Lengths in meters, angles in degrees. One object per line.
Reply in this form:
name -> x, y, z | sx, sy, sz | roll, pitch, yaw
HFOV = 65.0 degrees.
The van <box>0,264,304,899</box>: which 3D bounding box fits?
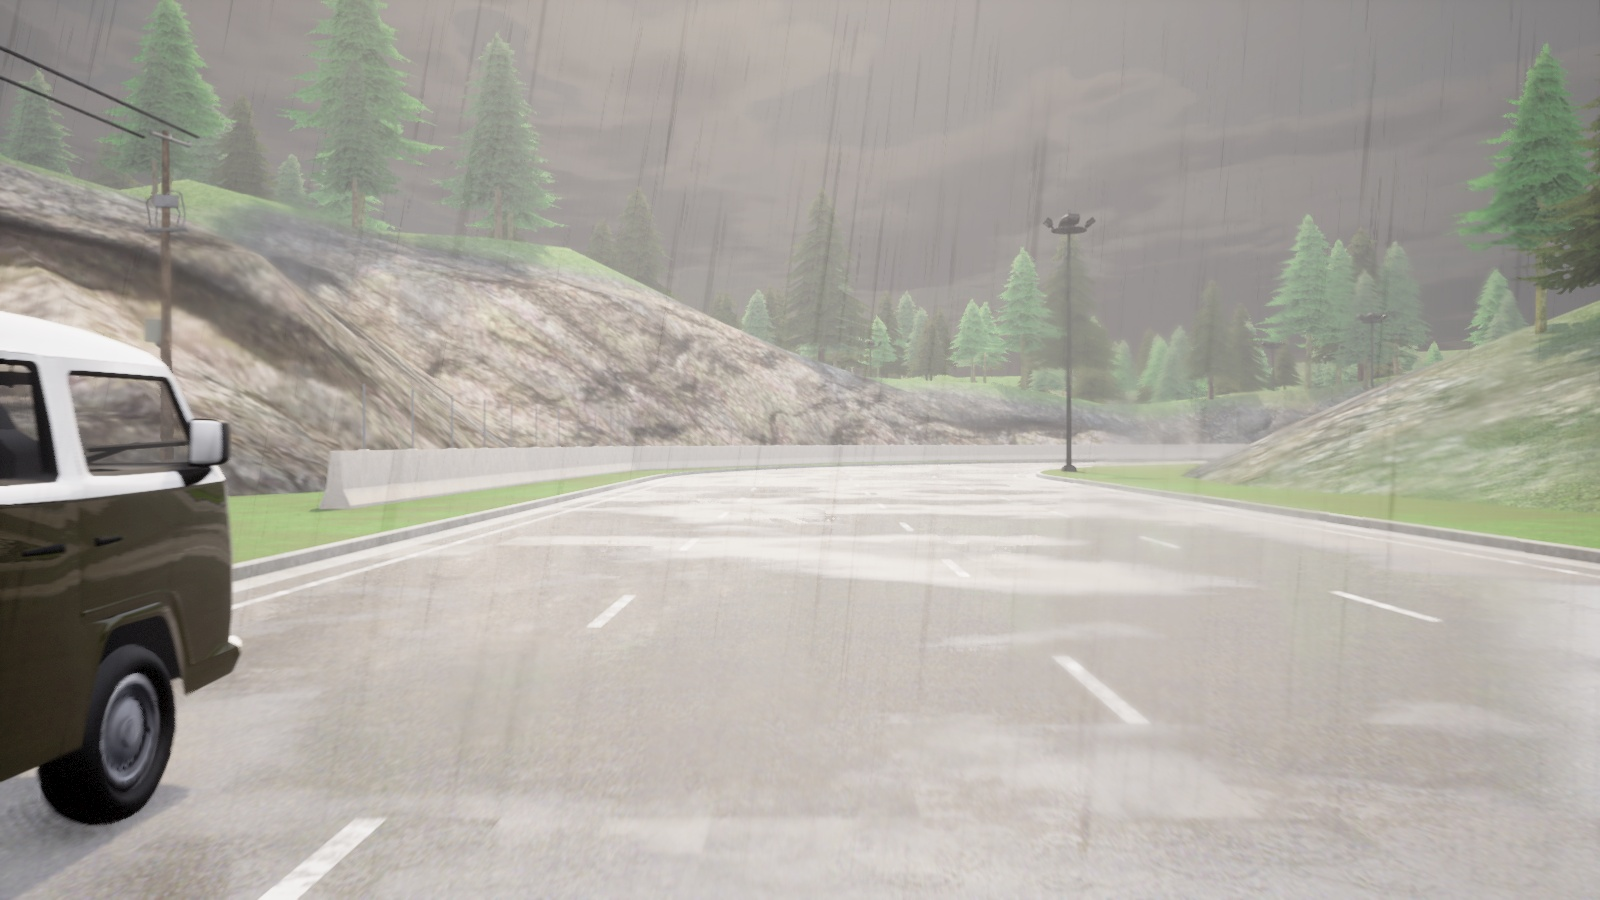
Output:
van -> -3.463, 0.452, 3.861 | 2.069, 2.038, 4.480 | 0, 1, 0
